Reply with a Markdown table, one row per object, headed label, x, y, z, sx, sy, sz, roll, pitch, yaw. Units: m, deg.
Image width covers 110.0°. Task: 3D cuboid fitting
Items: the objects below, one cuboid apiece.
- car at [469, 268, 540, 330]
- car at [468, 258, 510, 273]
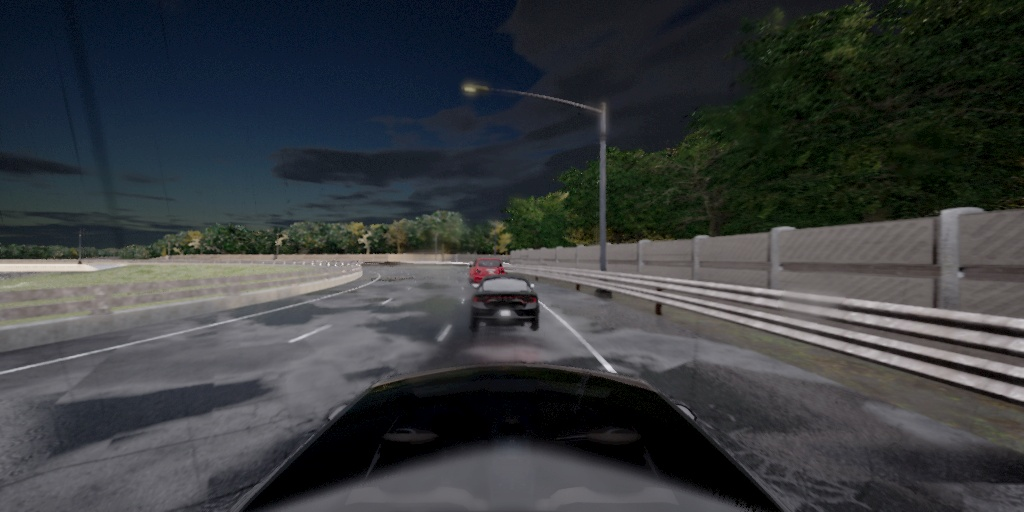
| label | x | y | z | sx | sy | sz | roll | pitch | yaw |
| --- | --- | --- | --- | --- | --- | --- | --- | --- | --- |
| car | -0.262 | 1.314 | 11.476 | 1.882 | 1.535 | 5.008 | 0 | -1 | -2 |
| car | -1.881 | 1.181 | 25.797 | 2.150 | 2.045 | 5.566 | 1 | -1 | -11 |
